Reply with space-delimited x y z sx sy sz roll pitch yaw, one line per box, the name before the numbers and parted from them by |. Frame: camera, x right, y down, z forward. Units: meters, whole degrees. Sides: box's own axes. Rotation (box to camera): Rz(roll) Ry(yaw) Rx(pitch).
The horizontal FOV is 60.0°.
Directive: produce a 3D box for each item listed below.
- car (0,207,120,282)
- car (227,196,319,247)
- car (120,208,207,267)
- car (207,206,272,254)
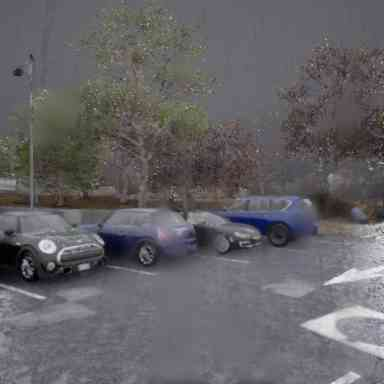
car | -4.598 1.355 9.778 4.553 1.767 2.185 -1 -1 34
car | 2.778 1.198 15.032 5.566 2.045 2.435 -1 0 34
car | -2.090 1.344 11.493 4.553 1.767 2.185 -1 0 34
car | 0.344 1.461 13.273 4.892 1.521 2.231 -1 -1 34
